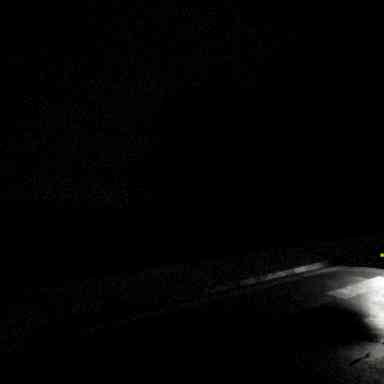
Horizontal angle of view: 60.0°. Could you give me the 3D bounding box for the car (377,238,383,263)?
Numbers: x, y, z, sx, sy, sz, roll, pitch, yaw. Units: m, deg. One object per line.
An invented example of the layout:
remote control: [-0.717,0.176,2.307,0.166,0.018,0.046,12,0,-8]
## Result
car: [7.479,1.494,10.107,4.181,1.385,1.994,0,1,-35]
